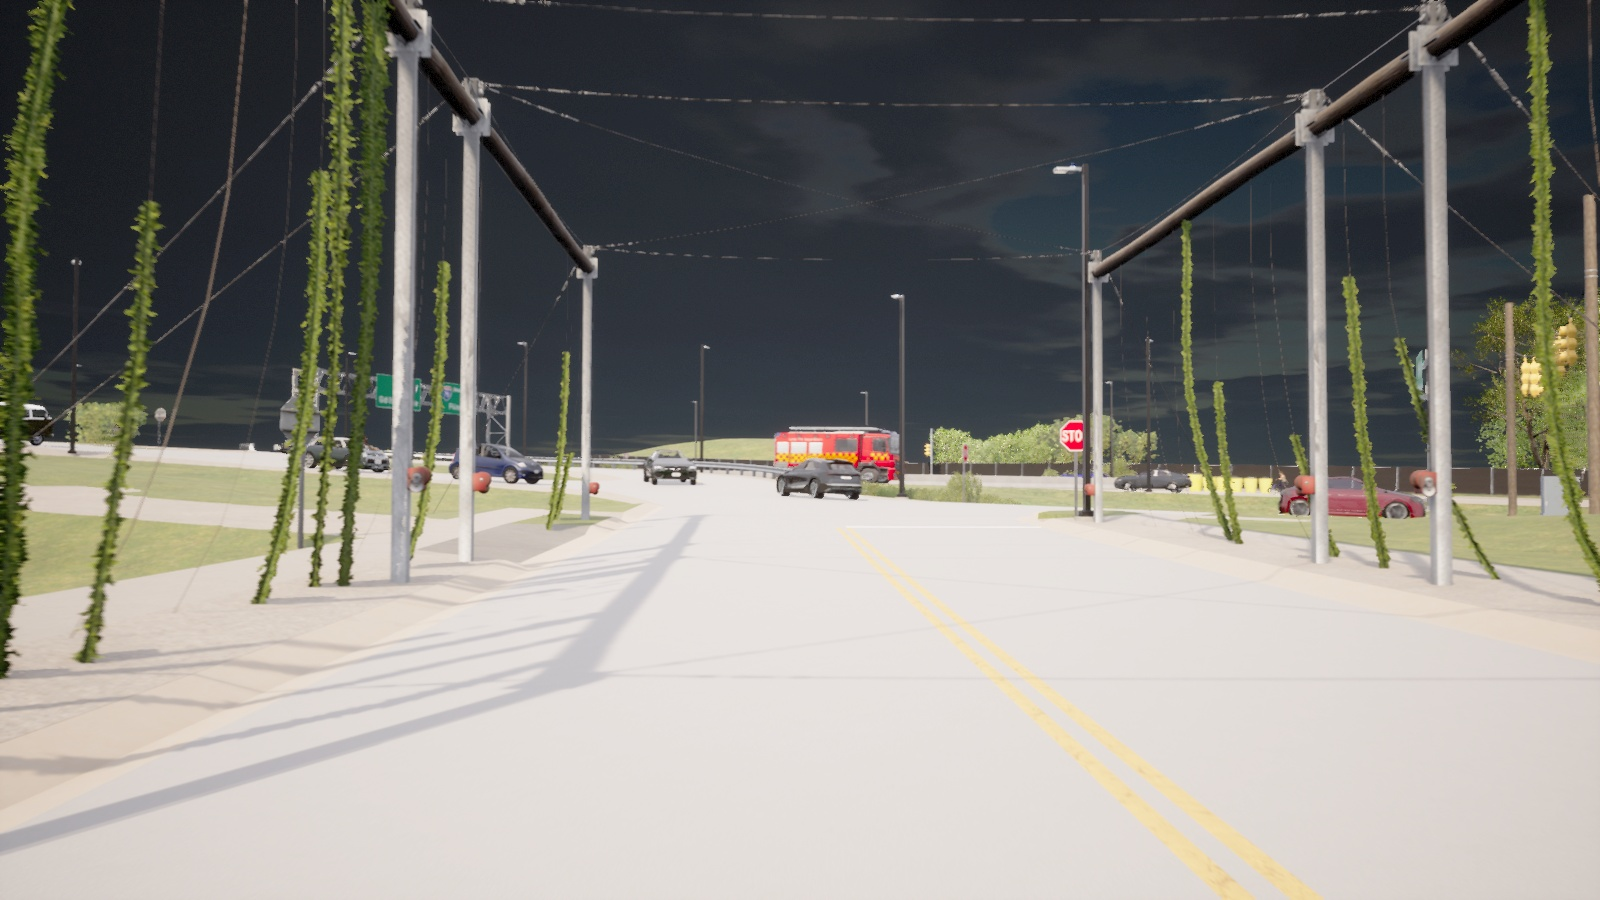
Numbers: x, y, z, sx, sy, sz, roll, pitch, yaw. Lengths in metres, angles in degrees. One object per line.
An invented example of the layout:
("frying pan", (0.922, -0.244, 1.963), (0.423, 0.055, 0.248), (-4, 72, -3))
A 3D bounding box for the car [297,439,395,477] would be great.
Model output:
("car", (-20.484, 0.349, 56.703), (3.806, 1.475, 1.970), (3, -1, 25))

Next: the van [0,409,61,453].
("van", (-38.016, -0.929, 59.955), (2.069, 2.038, 4.480), (2, 1, 15))

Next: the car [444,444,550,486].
("car", (-12.842, 0.638, 53.288), (3.988, 1.617, 1.851), (2, -1, 23))

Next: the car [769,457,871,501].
("car", (0.748, 1.151, 51.209), (2.033, 1.649, 4.856), (2, -1, -27))

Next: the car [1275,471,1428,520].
("car", (16.870, 1.376, 38.527), (4.181, 1.385, 1.994), (1, -2, 23))

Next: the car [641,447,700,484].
("car", (-6.308, 0.707, 60.730), (2.152, 1.651, 5.027), (0, 1, -14))

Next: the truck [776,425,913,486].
("truck", (2.909, 0.385, 82.780), (8.468, 3.827, 2.891), (0, -2, 24))

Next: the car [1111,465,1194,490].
("car", (22.903, 1.801, 81.603), (4.902, 1.511, 2.128), (0, -2, 24))
